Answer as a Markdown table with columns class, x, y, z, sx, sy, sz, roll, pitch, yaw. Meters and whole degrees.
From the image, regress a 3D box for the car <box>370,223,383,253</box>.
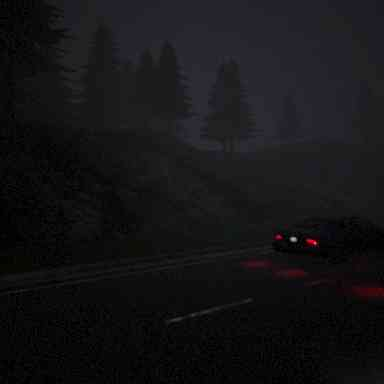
| class | x | y | z | sx | sy | sz | roll | pitch | yaw |
| --- | --- | --- | --- | --- | --- | --- | --- | --- | --- |
| car | 7.205 | 1.509 | 8.877 | 5.357 | 1.411 | 2.033 | 0 | 0 | -35 |

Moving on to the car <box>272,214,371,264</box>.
| class | x | y | z | sx | sy | sz | roll | pitch | yaw |
| --- | --- | --- | --- | --- | --- | --- | --- | --- | --- |
| car | 5.178 | 1.509 | 11.730 | 5.357 | 1.411 | 2.033 | 0 | 0 | -35 |
